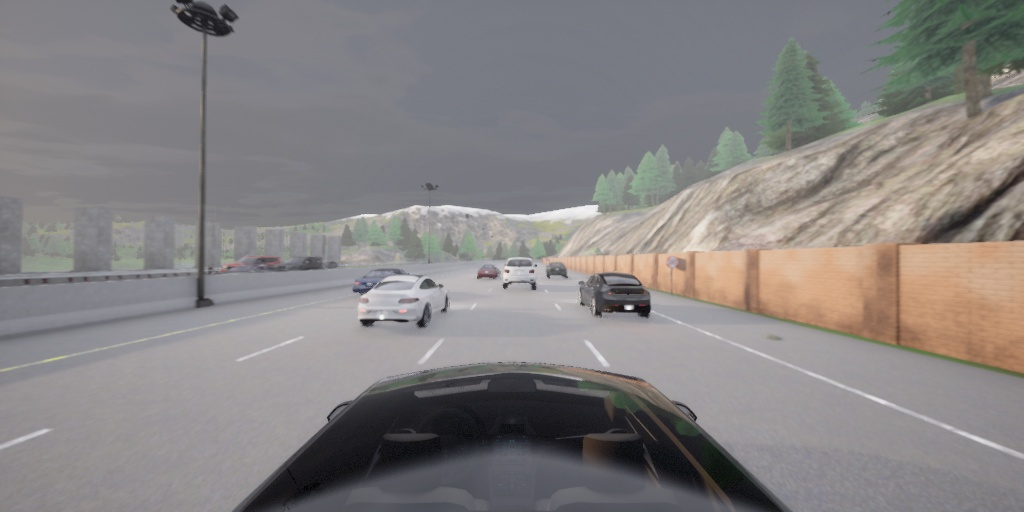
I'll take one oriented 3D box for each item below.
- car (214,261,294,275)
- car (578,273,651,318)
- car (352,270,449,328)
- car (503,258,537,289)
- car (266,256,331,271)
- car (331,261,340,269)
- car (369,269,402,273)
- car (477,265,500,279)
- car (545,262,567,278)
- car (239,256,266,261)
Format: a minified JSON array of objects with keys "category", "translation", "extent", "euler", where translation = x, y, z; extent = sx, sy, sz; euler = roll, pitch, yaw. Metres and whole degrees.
[{"category":"car","translation":[-17.155,1.276,23.586],"extent":[2.128,1.511,4.902],"euler":[0,0,2]},{"category":"car","translation":[3.749,1.379,13.737],"extent":[1.837,1.490,4.892],"euler":[0,0,1]},{"category":"car","translation":[-3.287,1.325,11.492],"extent":[1.812,1.442,4.674],"euler":[0,0,1]},{"category":"car","translation":[0.594,1.155,25.421],"extent":[2.150,2.045,5.566],"euler":[0,0,3]},{"category":"car","translation":[-20.189,1.068,34.325],"extent":[2.150,2.045,5.566],"euler":[0,-1,3]},{"category":"car","translation":[-26.349,1.426,50.940],"extent":[1.837,1.490,4.892],"euler":[1,1,3]},{"category":"car","translation":[-6.631,1.382,19.371],"extent":[2.033,1.411,5.357],"euler":[0,0,2]},{"category":"car","translation":[-2.365,1.570,37.000],"extent":[1.994,1.385,4.181],"euler":[0,0,3]},{"category":"car","translation":[4.741,1.428,38.976],"extent":[2.097,1.767,4.553],"euler":[0,-1,3]},{"category":"car","translation":[-23.744,1.030,33.095],"extent":[2.150,2.045,5.566],"euler":[0,-1,3]}]
